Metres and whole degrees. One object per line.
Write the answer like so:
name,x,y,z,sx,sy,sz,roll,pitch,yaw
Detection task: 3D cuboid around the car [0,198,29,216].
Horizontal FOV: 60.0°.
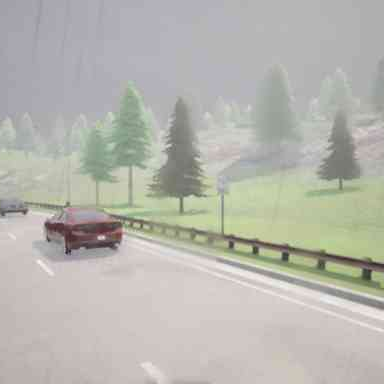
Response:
car,-15.125,1.180,27.574,2.033,1.411,5.357,-1,1,-41

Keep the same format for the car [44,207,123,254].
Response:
car,-4.341,1.305,12.845,1.882,1.535,5.008,-1,1,-34
